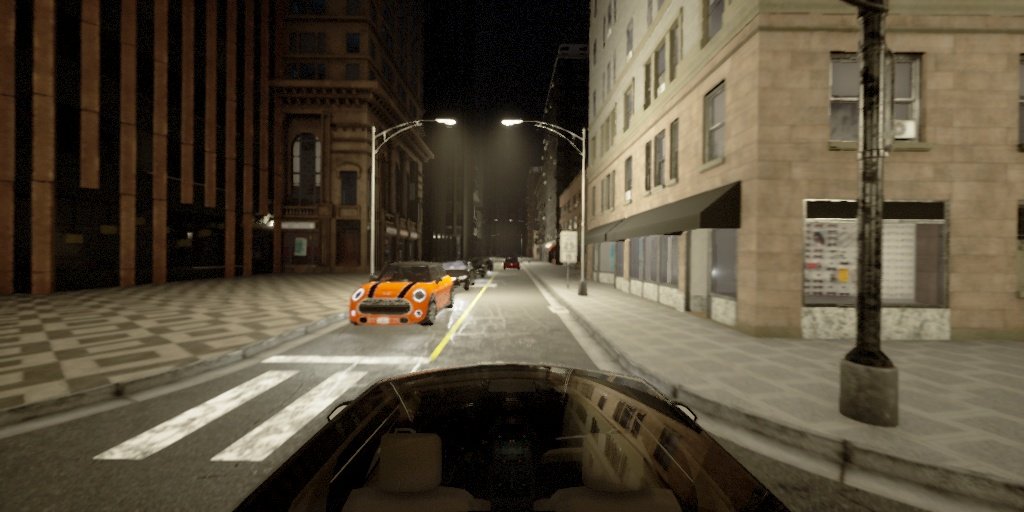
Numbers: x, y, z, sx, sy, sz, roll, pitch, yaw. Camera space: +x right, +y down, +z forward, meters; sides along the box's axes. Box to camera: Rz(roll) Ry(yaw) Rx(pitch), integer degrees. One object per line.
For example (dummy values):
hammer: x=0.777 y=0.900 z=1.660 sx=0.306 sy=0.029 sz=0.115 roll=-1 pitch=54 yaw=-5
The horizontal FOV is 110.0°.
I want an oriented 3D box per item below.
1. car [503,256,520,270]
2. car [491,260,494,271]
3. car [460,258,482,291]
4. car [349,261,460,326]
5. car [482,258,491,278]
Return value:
car: x=-0.043 y=0.892 z=42.261 sx=1.994 sy=1.385 sz=4.181 roll=1 pitch=1 yaw=0
car: x=-3.039 y=0.893 z=39.339 sx=1.994 sy=1.385 sz=4.181 roll=1 pitch=1 yaw=0
car: x=-3.093 y=1.023 z=20.124 sx=2.128 sy=1.511 sz=4.902 roll=1 pitch=1 yaw=0
car: x=-3.122 y=0.972 z=11.045 sx=2.097 sy=1.767 sz=4.553 roll=1 pitch=1 yaw=1
car: x=-3.037 y=0.940 z=29.429 sx=1.837 sy=1.490 sz=4.892 roll=1 pitch=1 yaw=0
